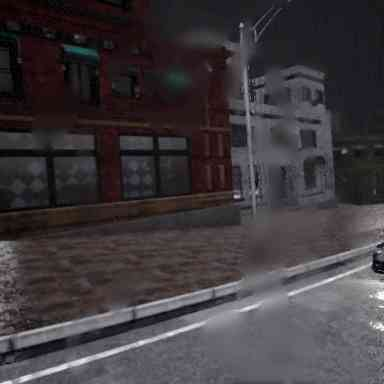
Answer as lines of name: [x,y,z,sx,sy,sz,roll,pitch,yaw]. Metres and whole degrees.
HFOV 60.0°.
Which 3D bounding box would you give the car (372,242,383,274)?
car: [6.879,1.628,9.657,4.181,1.385,1.994,0,-1,-42]
